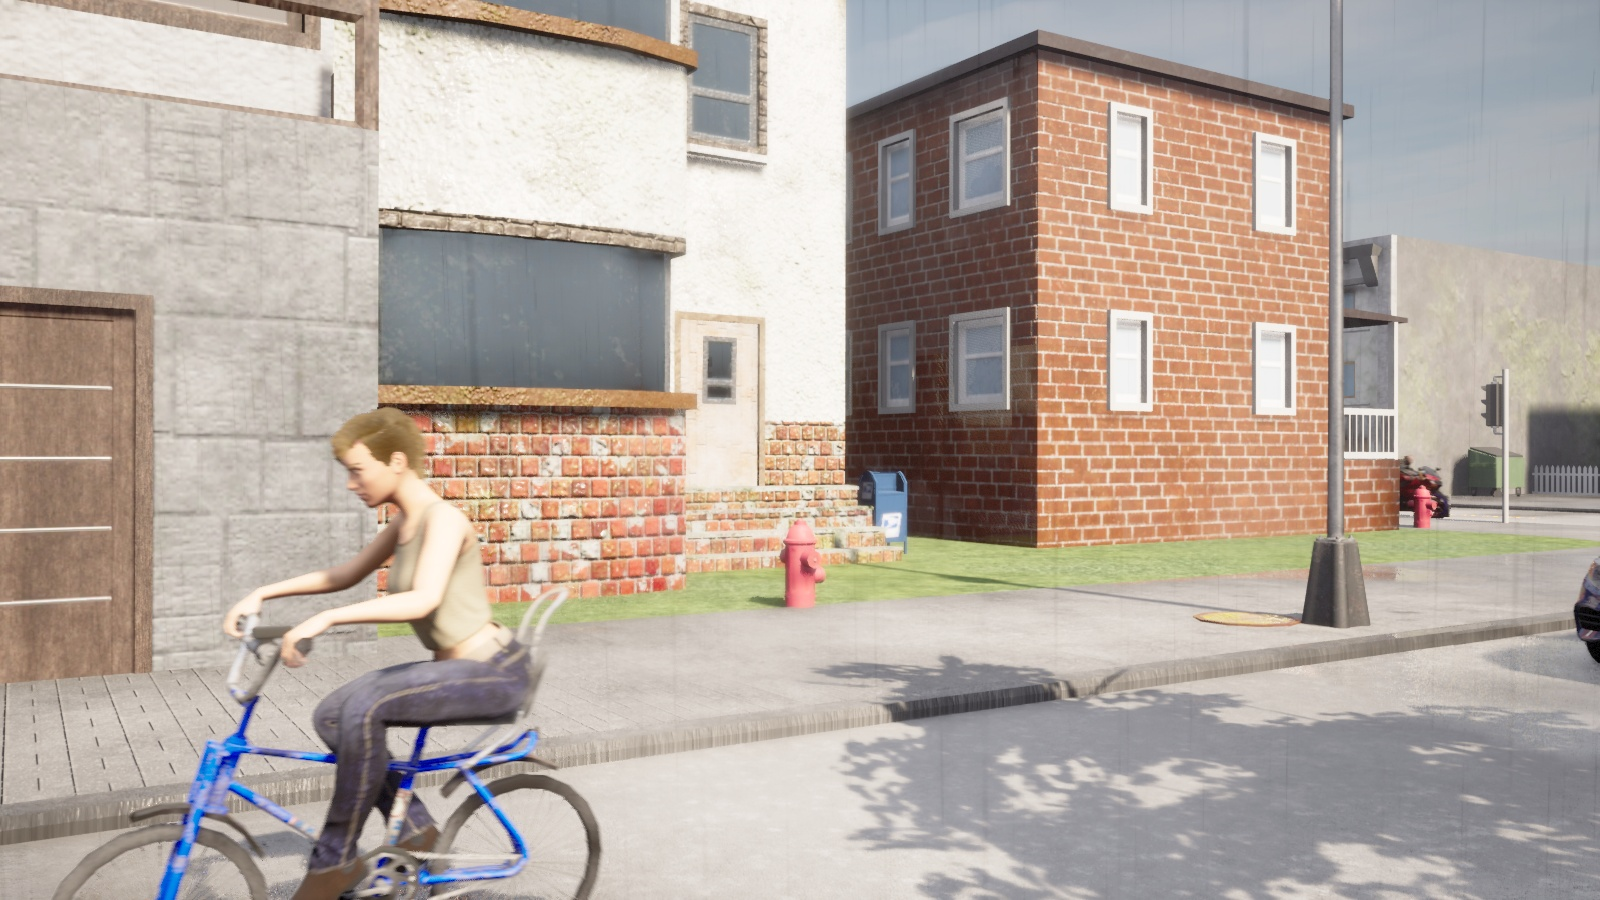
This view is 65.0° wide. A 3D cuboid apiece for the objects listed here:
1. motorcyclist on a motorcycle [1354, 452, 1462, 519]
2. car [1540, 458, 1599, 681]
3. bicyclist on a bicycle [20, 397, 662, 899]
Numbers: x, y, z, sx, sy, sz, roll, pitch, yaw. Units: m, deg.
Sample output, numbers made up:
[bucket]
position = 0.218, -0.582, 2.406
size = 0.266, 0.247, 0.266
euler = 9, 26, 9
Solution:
[motorcyclist on a motorcycle]
position = 14.447, 0.822, 29.893
size = 0.866, 1.530, 2.191
euler = 0, 0, -32
[car]
position = 7.477, 0.776, 8.805
size = 4.674, 1.442, 1.812
euler = 0, 0, -29
[bicyclist on a bicycle]
position = -1.256, 0.693, 3.463
size = 1.509, 1.612, 0.866
euler = 0, 0, -32
